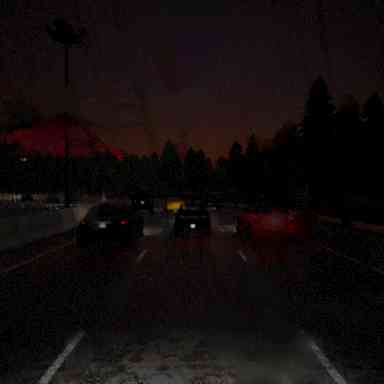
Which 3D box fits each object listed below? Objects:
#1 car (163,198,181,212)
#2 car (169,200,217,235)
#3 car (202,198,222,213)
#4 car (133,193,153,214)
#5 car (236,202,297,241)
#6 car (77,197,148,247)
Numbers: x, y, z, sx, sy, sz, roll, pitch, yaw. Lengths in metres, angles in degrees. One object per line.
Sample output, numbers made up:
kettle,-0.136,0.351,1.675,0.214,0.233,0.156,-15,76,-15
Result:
car,-2.060,1.343,36.316,1.882,1.535,5.008,0,0,-10
car,-0.043,1.422,18.552,2.128,1.511,4.902,0,0,-2
car,1.781,1.363,34.754,2.128,1.511,4.902,0,0,-10
car,-5.146,1.096,34.007,2.150,2.045,5.566,0,0,-10
car,3.521,1.289,16.540,2.097,1.767,4.553,0,0,-1
car,-3.438,1.297,14.815,2.097,1.767,4.553,0,0,-1
